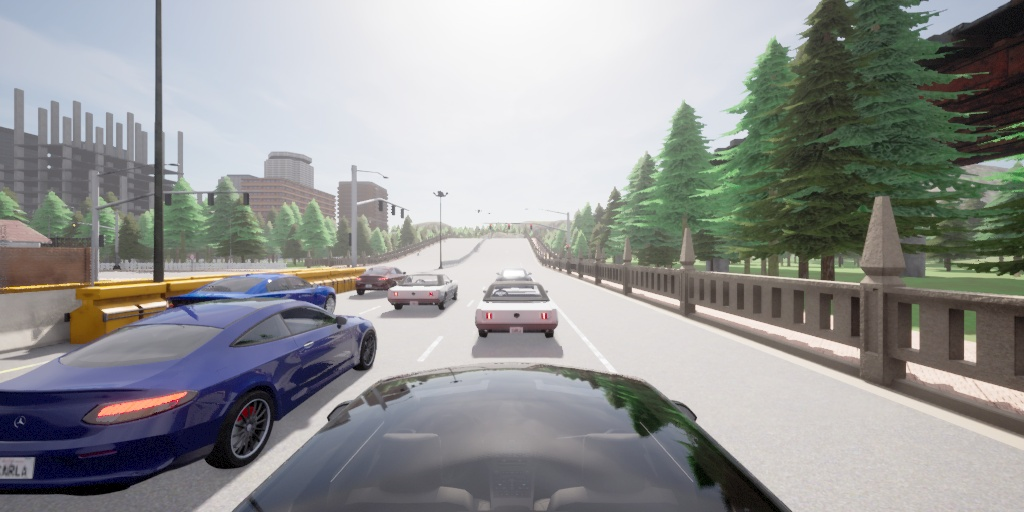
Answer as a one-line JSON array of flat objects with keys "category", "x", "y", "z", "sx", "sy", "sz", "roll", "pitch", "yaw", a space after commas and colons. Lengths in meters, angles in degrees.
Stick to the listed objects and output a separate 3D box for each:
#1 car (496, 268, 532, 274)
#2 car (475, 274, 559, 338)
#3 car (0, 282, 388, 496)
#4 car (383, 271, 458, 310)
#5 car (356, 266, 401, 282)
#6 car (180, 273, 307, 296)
[{"category": "car", "x": 0.105, "y": 1.314, "z": 18.899, "sx": 1.994, "sy": 1.385, "sz": 4.181, "roll": 0, "pitch": 0, "yaw": 0}, {"category": "car", "x": 0.103, "y": 1.351, "z": 10.147, "sx": 1.895, "sy": 1.301, "sz": 4.718, "roll": 0, "pitch": 0, "yaw": 0}, {"category": "car", "x": -3.398, "y": 1.276, "z": 4.741, "sx": 1.812, "sy": 1.442, "sz": 4.674, "roll": 0, "pitch": 0, "yaw": 0}, {"category": "car", "x": -3.396, "y": 1.351, "z": 14.660, "sx": 1.895, "sy": 1.301, "sz": 4.718, "roll": 0, "pitch": 0, "yaw": 0}, {"category": "car", "x": -6.895, "y": 1.275, "z": 19.540, "sx": 1.812, "sy": 1.442, "sz": 4.674, "roll": 0, "pitch": 0, "yaw": 0}, {"category": "car", "x": -6.897, "y": 1.228, "z": 10.199, "sx": 1.882, "sy": 1.535, "sz": 5.008, "roll": 0, "pitch": 0, "yaw": 0}]
